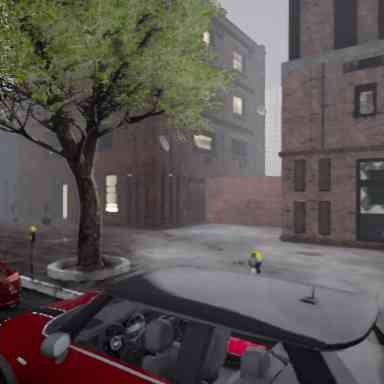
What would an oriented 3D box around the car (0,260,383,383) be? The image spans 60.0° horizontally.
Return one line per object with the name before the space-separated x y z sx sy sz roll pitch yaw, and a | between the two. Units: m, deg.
car | -0.231 1.439 3.039 4.097 1.590 1.967 0 0 36
